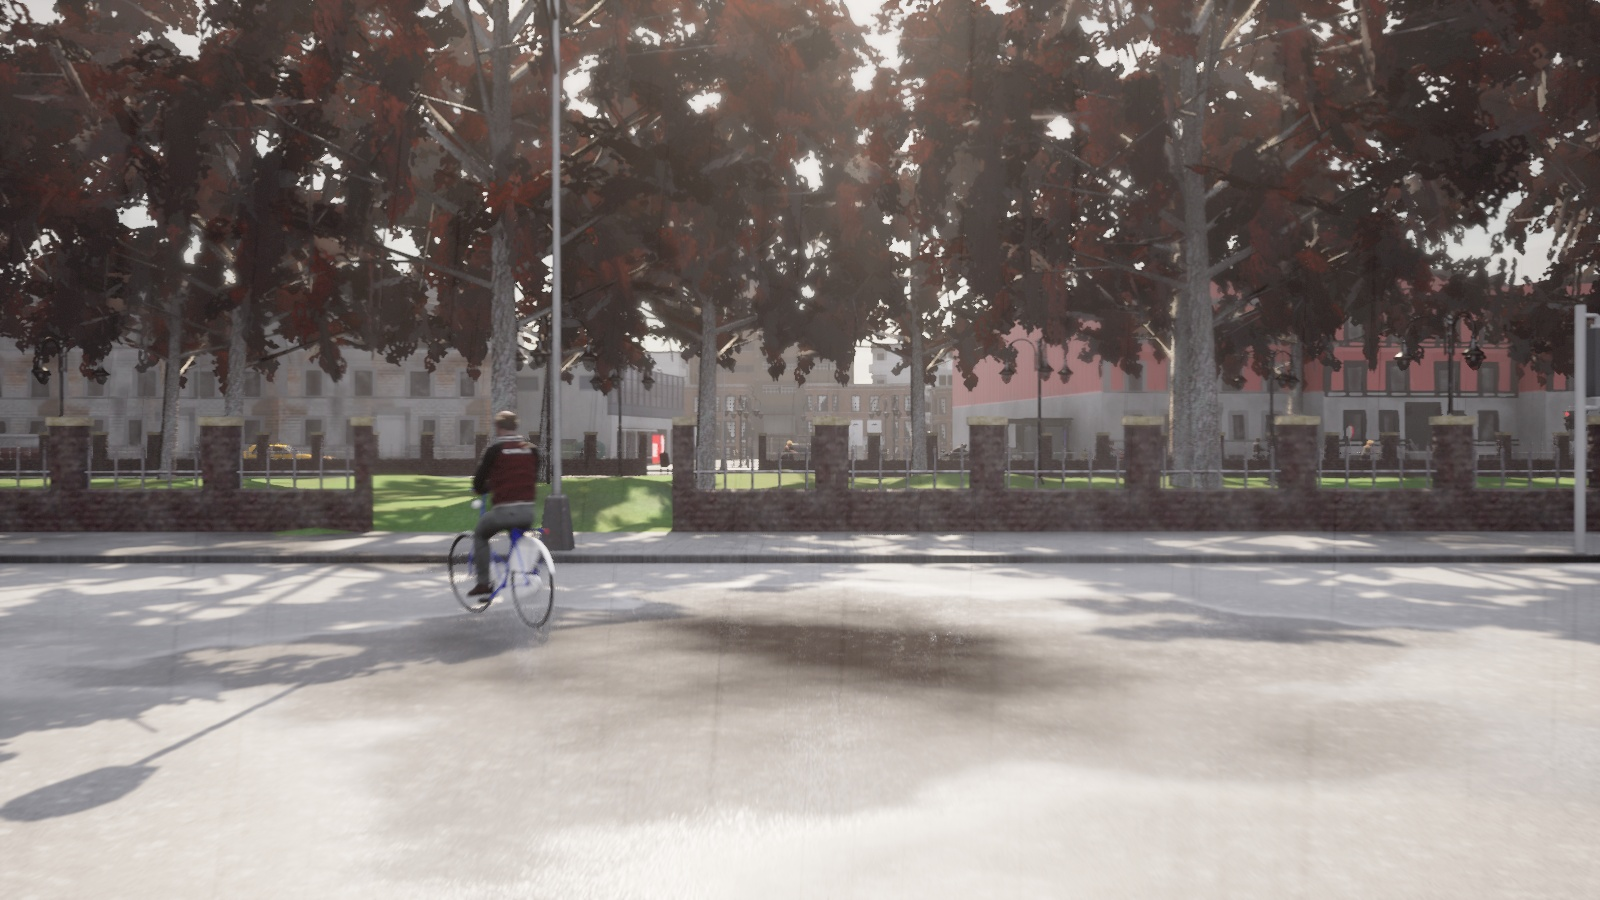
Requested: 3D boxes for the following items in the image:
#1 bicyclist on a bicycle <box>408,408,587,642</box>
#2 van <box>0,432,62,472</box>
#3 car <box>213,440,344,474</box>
[{"bbox_3d":[-2.556,0.556,10.465,0.659,1.776,1.843,-2,2,-40],"label":"bicyclist on a bicycle"},{"bbox_3d":[-39.725,0.112,62.888,4.442,1.987,1.775,0,0,0],"label":"van"},{"bbox_3d":[-24.379,0.335,58.837,5.366,1.575,1.801,0,0,0],"label":"car"}]
